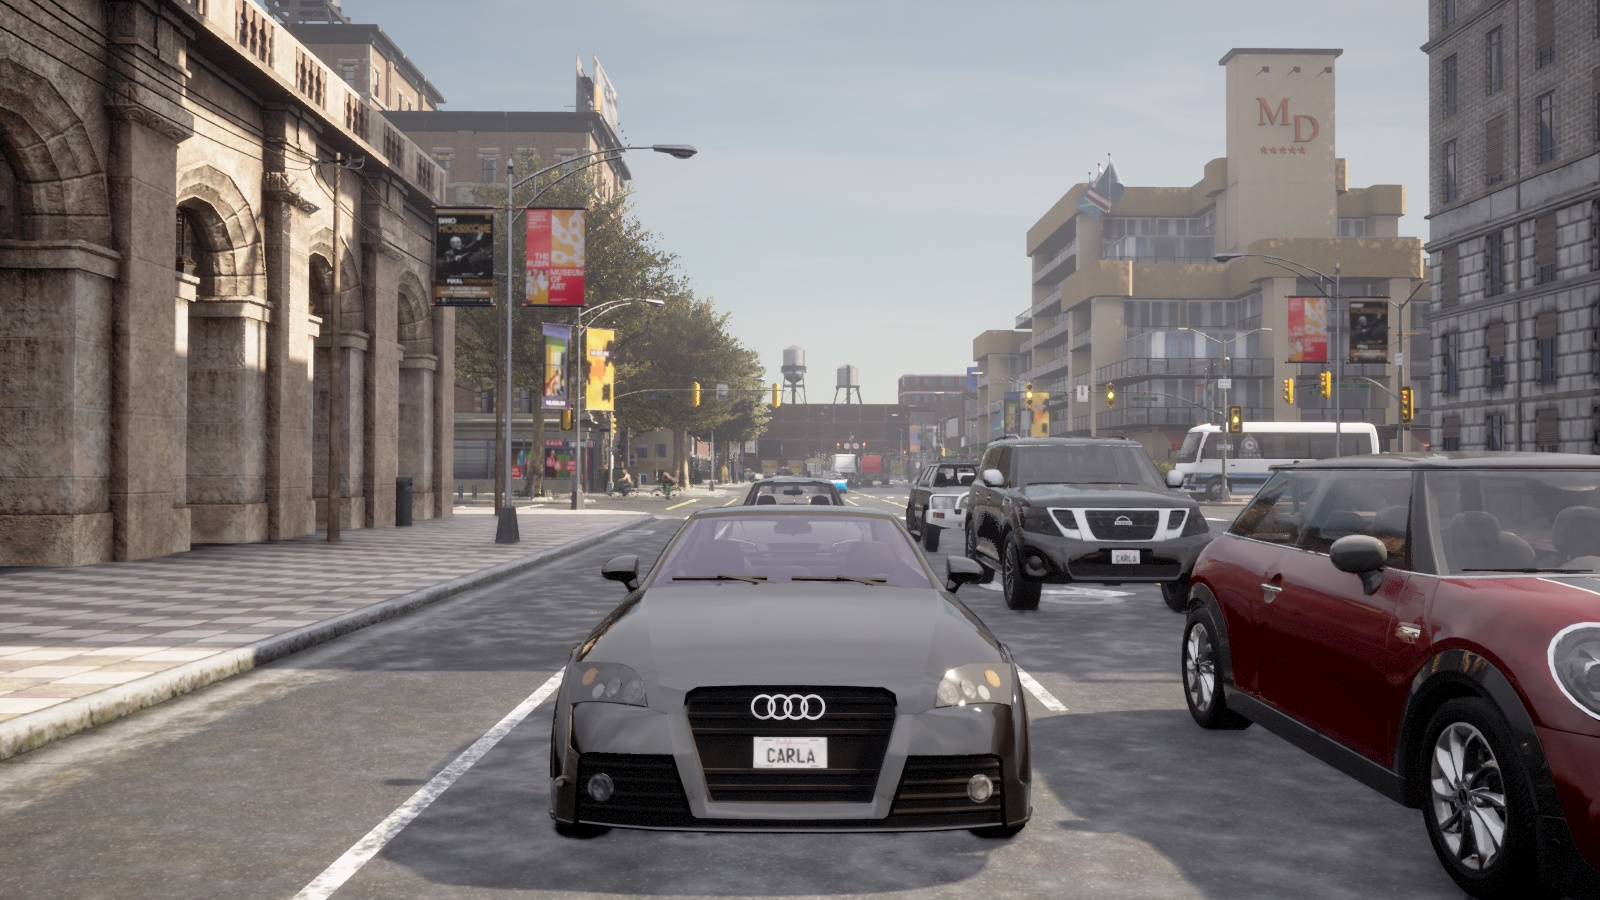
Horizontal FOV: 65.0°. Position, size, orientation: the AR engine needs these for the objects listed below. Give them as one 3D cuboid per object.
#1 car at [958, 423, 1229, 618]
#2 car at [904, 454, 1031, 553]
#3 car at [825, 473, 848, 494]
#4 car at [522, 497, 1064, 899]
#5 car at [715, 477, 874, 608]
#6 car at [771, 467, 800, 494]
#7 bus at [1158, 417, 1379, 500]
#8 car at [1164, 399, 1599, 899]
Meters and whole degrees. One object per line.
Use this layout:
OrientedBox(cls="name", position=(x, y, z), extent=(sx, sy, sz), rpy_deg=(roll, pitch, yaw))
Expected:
OrientedBox(cls="car", position=(3.434, 0.788, 15.993), extent=(2.150, 2.045, 5.566), rpy_deg=(0, -1, 0))
OrientedBox(cls="car", position=(3.360, 1.055, 26.086), extent=(1.932, 1.855, 4.605), rpy_deg=(0, -1, -1))
OrientedBox(cls="car", position=(2.497, 2.302, 86.116), extent=(1.481, 1.376, 2.207), rpy_deg=(0, -1, -1))
OrientedBox(cls="car", position=(-0.032, 0.991, 6.719), extent=(1.994, 1.385, 4.181), rpy_deg=(0, -1, 0))
OrientedBox(cls="car", position=(-0.072, 1.105, 16.502), extent=(1.816, 1.474, 4.193), rpy_deg=(0, -1, 0))
OrientedBox(cls="car", position=(-1.039, 2.117, 88.457), extent=(1.932, 1.855, 4.605), rpy_deg=(0, -1, -1))
OrientedBox(cls="bus", position=(24.795, 0.460, 66.964), extent=(10.273, 4.253, 3.944), rpy_deg=(0, -1, -1))
OrientedBox(cls="car", position=(3.469, 0.760, 5.993), extent=(2.097, 1.767, 4.553), rpy_deg=(0, -1, 0))
